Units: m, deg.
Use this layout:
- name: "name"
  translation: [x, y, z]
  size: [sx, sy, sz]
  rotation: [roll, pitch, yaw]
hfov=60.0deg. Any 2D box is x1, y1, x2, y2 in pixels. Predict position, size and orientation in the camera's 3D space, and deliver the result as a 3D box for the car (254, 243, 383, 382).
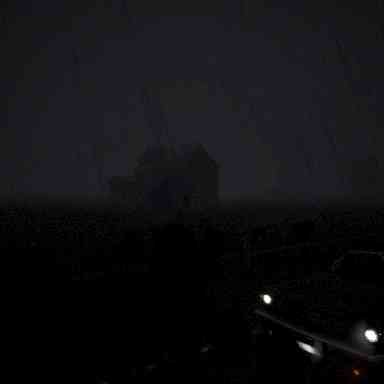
- name: "car"
  translation: [3.225, 1.593, 5.325]
  size: [4.718, 1.301, 1.895]
  rotation: [0, 0, -35]
